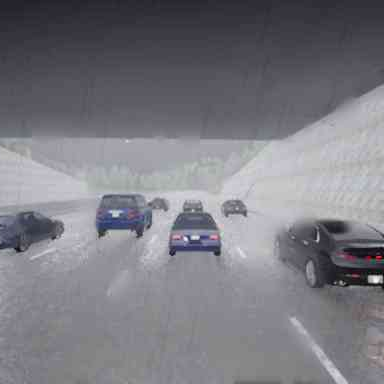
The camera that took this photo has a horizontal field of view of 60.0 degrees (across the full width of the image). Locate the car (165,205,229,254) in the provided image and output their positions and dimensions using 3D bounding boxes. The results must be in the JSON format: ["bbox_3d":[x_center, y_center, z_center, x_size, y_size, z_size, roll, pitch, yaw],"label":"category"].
[{"bbox_3d":[0.099,1.458,12.927,2.033,1.411,5.357,0,0,0],"label":"car"}]

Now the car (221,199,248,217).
[{"bbox_3d":[3.592,1.348,28.962,2.033,1.411,5.357,0,0,0],"label":"car"}]

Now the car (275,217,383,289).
[{"bbox_3d":[3.599,1.443,8.935,1.837,1.490,4.892,0,0,0],"label":"car"}]

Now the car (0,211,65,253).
[{"bbox_3d":[-6.901,1.456,13.248,2.033,1.411,5.357,0,0,0],"label":"car"}]

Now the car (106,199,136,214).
[{"bbox_3d":[-6.913,1.375,32.923,1.895,1.301,4.718,0,0,0],"label":"car"}]

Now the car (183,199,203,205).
[{"bbox_3d":[0.088,1.375,32.924,1.895,1.301,4.718,0,0,0],"label":"car"}]

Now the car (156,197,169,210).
[{"bbox_3d":[-3.430,1.282,35.471,1.812,1.442,4.674,0,0,0],"label":"car"}]

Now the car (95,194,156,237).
[{"bbox_3d":[-3.402,1.102,17.488,2.150,2.045,5.566,0,0,0],"label":"car"}]
